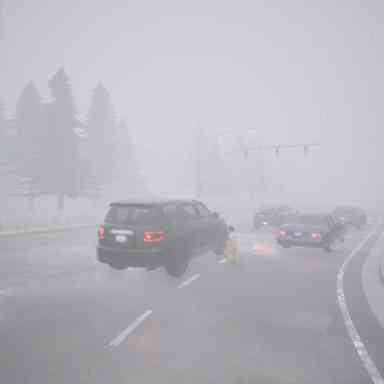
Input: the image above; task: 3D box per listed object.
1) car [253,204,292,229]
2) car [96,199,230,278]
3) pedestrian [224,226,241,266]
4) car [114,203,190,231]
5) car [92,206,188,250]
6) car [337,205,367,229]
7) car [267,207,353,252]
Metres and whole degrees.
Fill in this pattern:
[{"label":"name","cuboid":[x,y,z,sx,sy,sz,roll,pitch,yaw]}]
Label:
[{"label":"car","cuboid":[5.378,1.505,20.729,1.837,1.490,4.892,0,0,32]},{"label":"car","cuboid":[-0.567,1.223,10.552,2.150,2.045,5.566,0,0,26]},{"label":"pedestrian","cuboid":[1.241,1.574,10.004,0.375,1.300,0.375,0,0,26]},{"label":"car","cuboid":[-2.437,1.547,21.954,2.033,1.411,5.357,0,0,33]},{"label":"car","cuboid":[-2.174,1.504,15.588,1.837,1.490,4.892,0,0,29]},{"label":"car","cuboid":[10.176,1.564,21.766,1.994,1.385,4.181,0,0,32]},{"label":"car","cuboid":[5.163,1.547,14.002,2.033,1.411,5.357,0,0,33]}]
